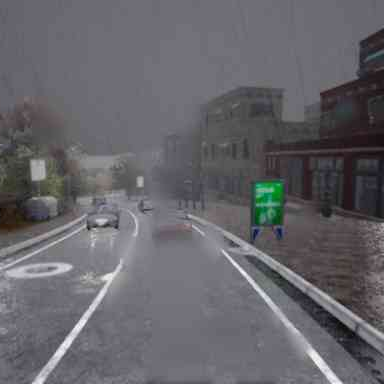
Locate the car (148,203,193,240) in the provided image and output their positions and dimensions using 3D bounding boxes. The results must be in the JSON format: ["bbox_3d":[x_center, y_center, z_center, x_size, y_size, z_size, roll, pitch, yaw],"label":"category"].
[{"bbox_3d":[-1.092,1.517,16.963,2.033,1.411,5.357,-1,0,-7],"label":"car"}]

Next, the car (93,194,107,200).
[{"bbox_3d":[-16.823,1.446,60.487,2.150,2.045,5.566,-2,0,-20],"label":"car"}]

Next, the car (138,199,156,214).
[{"bbox_3d":[-4.822,1.521,36.152,2.033,1.411,5.357,-2,0,-15],"label":"car"}]

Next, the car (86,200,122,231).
[{"bbox_3d":[-5.445,1.524,20.986,2.128,1.511,4.902,-1,0,-9],"label":"car"}]
